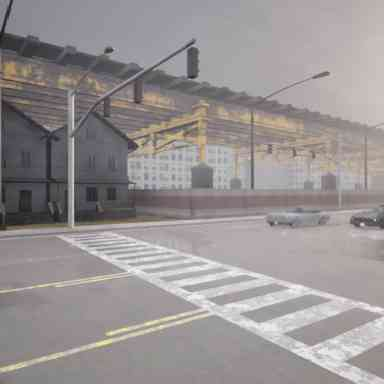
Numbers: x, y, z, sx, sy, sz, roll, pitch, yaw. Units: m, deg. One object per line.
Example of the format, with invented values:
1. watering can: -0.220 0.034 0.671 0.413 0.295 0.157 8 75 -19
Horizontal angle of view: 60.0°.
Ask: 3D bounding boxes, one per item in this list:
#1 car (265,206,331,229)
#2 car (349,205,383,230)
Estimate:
1. car: 7.013 1.601 21.873 4.718 1.301 1.895 0 0 -35
2. car: 12.293 1.547 21.336 5.357 1.411 2.033 0 0 -35
